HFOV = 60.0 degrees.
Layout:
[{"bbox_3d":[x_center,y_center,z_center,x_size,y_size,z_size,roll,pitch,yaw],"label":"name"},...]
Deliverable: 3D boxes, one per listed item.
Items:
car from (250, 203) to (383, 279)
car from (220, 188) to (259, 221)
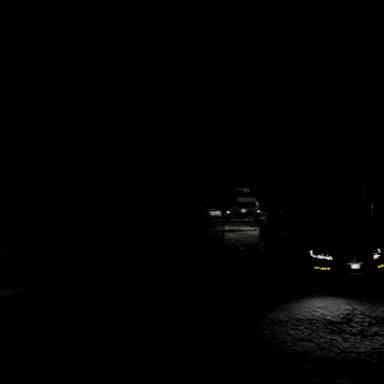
[{"bbox_3d":[3.249,1.273,9.383,1.837,1.490,4.892,-1,1,-4],"label":"car"},{"bbox_3d":[3.126,0.726,22.626,2.150,2.045,5.566,-1,1,1],"label":"car"}]
